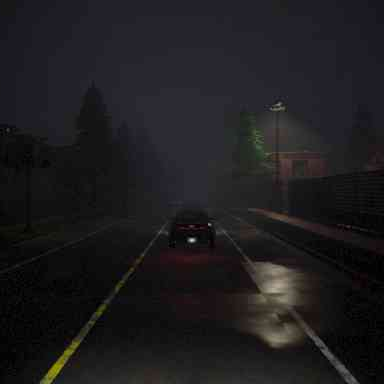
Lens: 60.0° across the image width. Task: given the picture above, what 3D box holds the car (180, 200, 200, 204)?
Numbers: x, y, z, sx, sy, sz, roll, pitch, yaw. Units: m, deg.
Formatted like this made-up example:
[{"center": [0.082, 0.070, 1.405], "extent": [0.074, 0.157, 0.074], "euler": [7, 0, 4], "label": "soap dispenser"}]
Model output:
[{"center": [0.000, 1.616, 29.680], "extent": [1.895, 1.301, 4.718], "euler": [0, 0, 0], "label": "car"}]

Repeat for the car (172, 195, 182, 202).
[{"center": [-3.408, 1.464, 77.177], "extent": [1.882, 1.535, 5.008], "euler": [0, 0, 3], "label": "car"}]

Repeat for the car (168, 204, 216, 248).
[{"center": [0.000, 1.516, 14.650], "extent": [1.837, 1.490, 4.892], "euler": [0, 0, 0], "label": "car"}]
